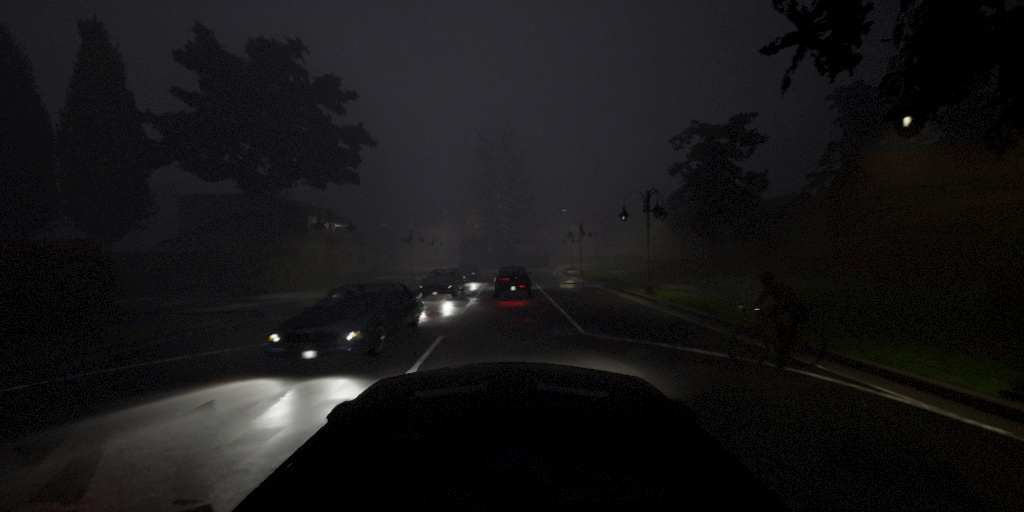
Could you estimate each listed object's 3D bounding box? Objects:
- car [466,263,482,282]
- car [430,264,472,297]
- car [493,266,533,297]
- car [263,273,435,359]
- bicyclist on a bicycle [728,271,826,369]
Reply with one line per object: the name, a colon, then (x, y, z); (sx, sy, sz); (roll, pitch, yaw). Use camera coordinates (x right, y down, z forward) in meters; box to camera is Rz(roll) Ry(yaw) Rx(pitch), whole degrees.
car: (-3.639, 1.339, 29.572); (1.812, 1.442, 4.674); (-1, 0, 0)
car: (-3.654, 1.366, 19.522); (2.033, 1.411, 5.357); (-1, 0, -1)
car: (0.041, 1.246, 19.060); (1.837, 1.490, 4.892); (-1, 0, 0)
car: (-3.630, 1.370, 9.044); (2.033, 1.411, 5.357); (-1, 0, 0)
bicyclist on a bicycle: (4.442, 1.073, 6.026); (1.656, 1.620, 0.582); (-1, 0, 0)
